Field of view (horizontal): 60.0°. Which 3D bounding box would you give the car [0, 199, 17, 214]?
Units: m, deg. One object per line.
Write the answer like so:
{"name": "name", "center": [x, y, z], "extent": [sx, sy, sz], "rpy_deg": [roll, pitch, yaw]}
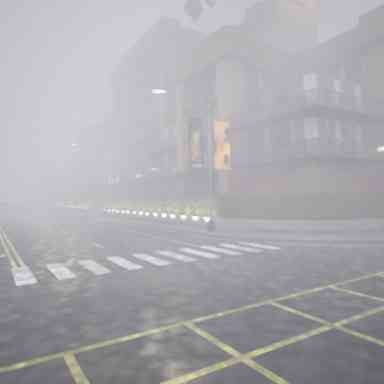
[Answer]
{"name": "car", "center": [-28.800, 2.438, 51.411], "extent": [2.097, 1.767, 4.553], "rpy_deg": [-1, -1, -31]}

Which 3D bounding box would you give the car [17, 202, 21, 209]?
{"name": "car", "center": [-35.771, 2.881, 69.115], "extent": [1.882, 1.535, 5.008], "rpy_deg": [-1, -1, -32]}

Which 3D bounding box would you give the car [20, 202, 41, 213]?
{"name": "car", "center": [-26.355, 2.592, 54.121], "extent": [1.812, 1.442, 4.674], "rpy_deg": [-1, 0, -31]}
